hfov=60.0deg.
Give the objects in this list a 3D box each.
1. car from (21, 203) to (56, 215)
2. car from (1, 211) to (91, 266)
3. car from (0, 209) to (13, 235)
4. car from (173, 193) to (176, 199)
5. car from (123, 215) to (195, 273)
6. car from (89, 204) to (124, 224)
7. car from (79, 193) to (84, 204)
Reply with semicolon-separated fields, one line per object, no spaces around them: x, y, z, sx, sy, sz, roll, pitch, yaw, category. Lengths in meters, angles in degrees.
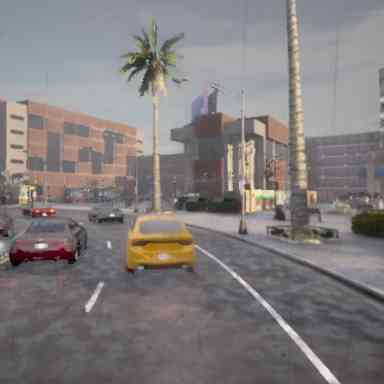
-13.875;1.642;29.863;1.895;1.301;4.718;0;0;-39;car
-4.904;1.581;11.844;1.994;1.385;4.181;0;0;-12;car
-10.547;1.586;17.448;1.994;1.385;4.181;0;0;-23;car
-2.620;1.527;64.995;4.674;1.452;2.002;0;0;31;car
-1.159;1.495;10.902;1.882;1.535;5.008;0;0;-10;car
-6.629;1.603;25.342;1.994;1.385;4.181;0;0;-29;car
-22.866;1.346;63.916;4.553;1.767;2.185;0;0;31;car
